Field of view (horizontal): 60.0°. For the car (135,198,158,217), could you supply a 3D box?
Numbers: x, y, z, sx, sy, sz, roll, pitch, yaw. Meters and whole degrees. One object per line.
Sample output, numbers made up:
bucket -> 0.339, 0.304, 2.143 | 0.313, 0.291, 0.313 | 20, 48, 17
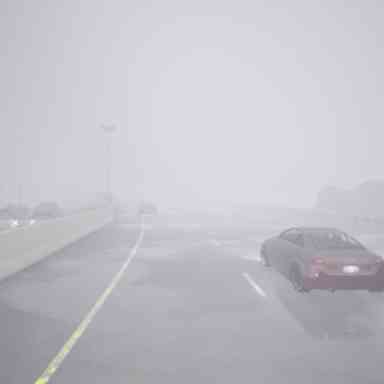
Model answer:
car -> -4.624, 1.677, 34.298 | 1.882, 1.535, 5.008 | 0, 0, -11

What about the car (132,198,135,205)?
car -> -7.833, 1.659, 52.787 | 2.097, 1.767, 4.553 | 0, 0, -17

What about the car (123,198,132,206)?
car -> -12.155, 1.946, 65.189 | 2.033, 1.411, 5.357 | 0, 0, -22

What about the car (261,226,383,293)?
car -> 3.254, 1.604, 9.001 | 1.994, 1.385, 4.181 | 0, 0, -3
